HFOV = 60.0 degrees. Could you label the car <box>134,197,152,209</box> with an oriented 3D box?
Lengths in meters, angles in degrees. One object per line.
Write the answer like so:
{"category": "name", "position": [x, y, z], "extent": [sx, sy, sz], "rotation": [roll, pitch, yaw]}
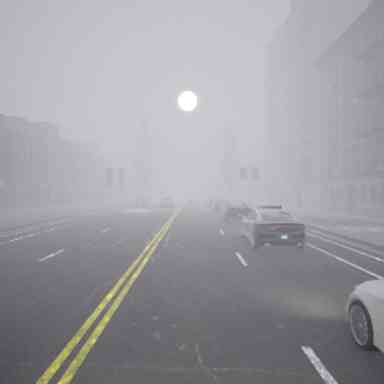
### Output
{"category": "car", "position": [-6.584, 1.428, 44.835], "extent": [2.128, 1.511, 4.902], "rotation": [0, 0, 0]}

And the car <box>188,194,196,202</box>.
{"category": "car", "position": [0.007, 1.571, 88.821], "extent": [2.150, 2.045, 5.566], "rotation": [0, -1, 0]}

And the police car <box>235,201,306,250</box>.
{"category": "police car", "position": [3.251, 1.375, 14.271], "extent": [1.930, 1.638, 5.238], "rotation": [0, 0, 0]}

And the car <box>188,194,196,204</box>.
{"category": "car", "position": [0.004, 1.676, 68.765], "extent": [2.033, 1.411, 5.357], "rotation": [0, -1, 0]}

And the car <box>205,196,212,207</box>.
{"category": "car", "position": [3.253, 1.426, 47.168], "extent": [1.882, 1.535, 5.008], "rotation": [0, 0, 0]}

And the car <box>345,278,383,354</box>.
{"category": "car", "position": [3.250, 1.508, 3.161], "extent": [1.812, 1.442, 4.674], "rotation": [0, 0, 0]}

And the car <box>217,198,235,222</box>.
{"category": "car", "position": [3.252, 1.398, 25.161], "extent": [1.882, 1.535, 5.008], "rotation": [0, 0, 0]}

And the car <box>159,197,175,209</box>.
{"category": "car", "position": [-3.333, 1.442, 44.819], "extent": [1.837, 1.490, 4.892], "rotation": [0, -1, 0]}

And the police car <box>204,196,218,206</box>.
{"category": "police car", "position": [3.254, 1.544, 58.173], "extent": [2.038, 1.542, 4.974], "rotation": [0, -1, 0]}

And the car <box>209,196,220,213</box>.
{"category": "car", "position": [3.253, 1.473, 36.164], "extent": [1.994, 1.385, 4.181], "rotation": [0, 0, 0]}
